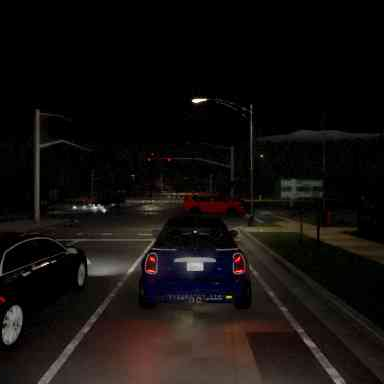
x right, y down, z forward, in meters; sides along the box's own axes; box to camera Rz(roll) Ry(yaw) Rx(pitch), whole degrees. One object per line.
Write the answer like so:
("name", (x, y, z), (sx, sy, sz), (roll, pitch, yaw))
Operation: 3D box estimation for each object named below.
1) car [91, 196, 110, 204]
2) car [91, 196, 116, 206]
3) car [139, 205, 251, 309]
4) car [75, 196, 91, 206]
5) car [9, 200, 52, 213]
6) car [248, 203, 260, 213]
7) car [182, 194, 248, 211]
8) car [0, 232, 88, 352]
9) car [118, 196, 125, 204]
("car", (-17.786, 1.491, 64.875), (2.128, 1.511, 4.902), (0, 0, 1))
("car", (-14.473, 1.601, 54.472), (1.895, 1.301, 4.718), (0, 0, 1))
("car", (0.070, 1.352, 8.049), (2.097, 1.767, 4.553), (0, 0, 0))
("car", (-17.941, 1.477, 55.685), (1.882, 1.535, 5.008), (0, 0, 1))
("car", (-17.843, 1.564, 36.862), (4.181, 1.385, 1.994), (0, 0, 0))
("car", (5.140, 1.525, 36.691), (4.674, 1.442, 1.812), (0, 0, 0))
("car", (1.828, 1.221, 29.692), (5.566, 2.045, 2.150), (0, 0, 1))
("car", (-3.440, 1.505, 6.145), (1.837, 1.490, 4.892), (0, 0, 0))
("car", (-14.310, 1.547, 64.121), (2.033, 1.411, 5.357), (0, 0, 1))
